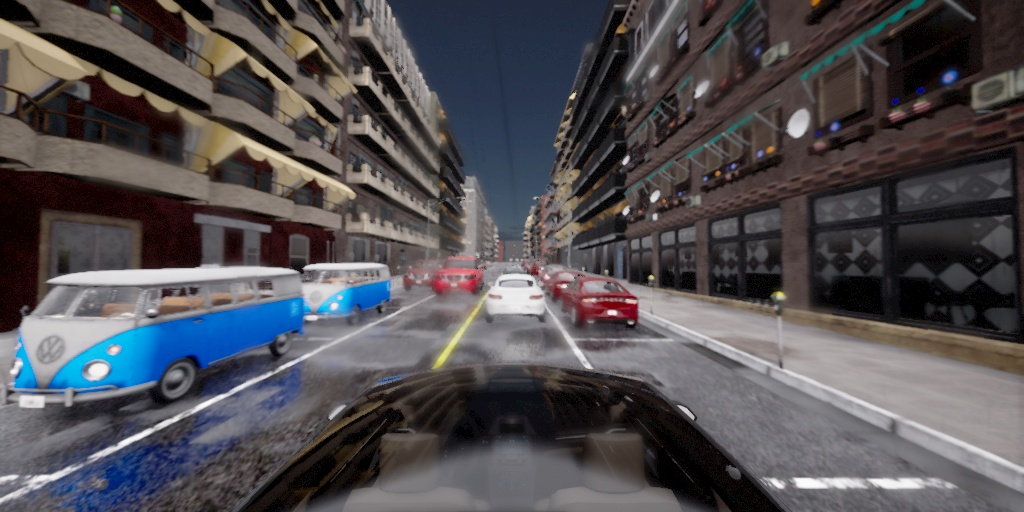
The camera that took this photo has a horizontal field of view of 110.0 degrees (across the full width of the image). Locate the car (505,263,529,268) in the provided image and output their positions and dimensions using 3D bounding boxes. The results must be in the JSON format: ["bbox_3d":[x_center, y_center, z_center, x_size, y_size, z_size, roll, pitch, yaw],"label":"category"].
[{"bbox_3d":[0.180,1.480,30.085,1.895,1.301,4.718,0,0,0],"label":"car"}]

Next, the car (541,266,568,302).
[{"bbox_3d":[2.605,1.365,17.039,1.888,1.381,4.507,0,0,0],"label":"car"}]

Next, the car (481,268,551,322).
[{"bbox_3d":[0.125,1.319,12.345,1.812,1.442,4.674,0,0,0],"label":"car"}]

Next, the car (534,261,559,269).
[{"bbox_3d":[2.629,1.287,22.571,1.967,1.591,4.097,0,0,0],"label":"car"}]

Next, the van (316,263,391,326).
[{"bbox_3d":[-5.294,1.119,11.594,1.690,1.789,3.998,0,0,0],"label":"van"}]

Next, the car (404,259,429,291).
[{"bbox_3d":[-5.260,1.145,22.654,2.192,1.841,5.009,0,0,0],"label":"car"}]

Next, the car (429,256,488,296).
[{"bbox_3d":[-2.789,1.044,20.107,2.150,2.045,5.566,0,0,0],"label":"car"}]

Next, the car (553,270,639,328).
[{"bbox_3d":[2.589,1.340,11.509,1.888,1.381,4.507,0,0,0],"label":"car"}]

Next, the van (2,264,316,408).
[{"bbox_3d":[-5.310,1.096,6.063,1.690,1.789,3.998,0,0,0],"label":"van"}]

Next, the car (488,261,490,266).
[{"bbox_3d":[-5.162,1.335,55.835,2.192,1.841,5.009,0,0,0],"label":"car"}]

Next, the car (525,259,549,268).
[{"bbox_3d":[2.620,1.217,33.632,2.192,1.841,5.009,0,0,0],"label":"car"}]

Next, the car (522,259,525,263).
[{"bbox_3d":[2.653,1.406,44.694,1.967,1.591,4.097,0,0,0],"label":"car"}]

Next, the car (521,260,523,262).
[{"bbox_3d":[2.686,1.619,55.756,1.802,1.307,4.207,0,0,0],"label":"car"}]
